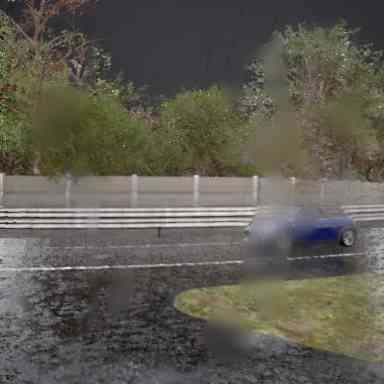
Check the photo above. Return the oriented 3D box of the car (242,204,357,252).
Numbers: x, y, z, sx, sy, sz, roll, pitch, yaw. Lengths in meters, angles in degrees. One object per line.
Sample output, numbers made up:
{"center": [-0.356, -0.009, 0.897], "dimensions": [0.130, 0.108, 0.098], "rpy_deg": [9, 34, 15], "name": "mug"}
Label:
{"center": [4.325, 1.295, 13.511], "dimensions": [4.553, 1.767, 2.097], "rpy_deg": [0, 0, -20], "name": "car"}
